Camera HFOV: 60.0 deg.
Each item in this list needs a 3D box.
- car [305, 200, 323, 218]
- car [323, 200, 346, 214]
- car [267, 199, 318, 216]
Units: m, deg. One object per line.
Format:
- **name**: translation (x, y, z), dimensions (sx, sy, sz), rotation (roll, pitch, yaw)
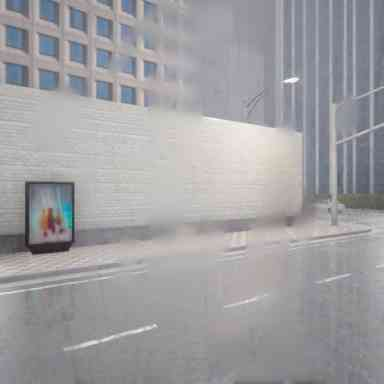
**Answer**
- **car**: translation (9.053, 1.533, 30.755), dimensions (1.882, 1.535, 5.008), rotation (0, 0, -36)
- **car**: translation (14.210, 1.581, 35.898), dimensions (1.812, 1.442, 4.674), rotation (0, 0, -36)
- **car**: translation (10.434, 1.547, 34.841), dimensions (2.128, 1.511, 4.902), rotation (0, 0, -36)
